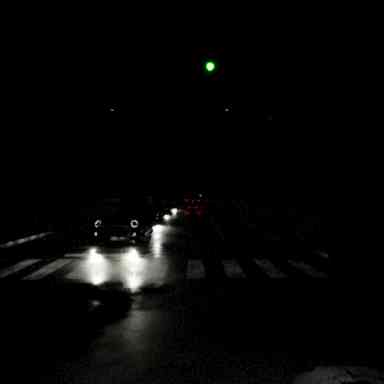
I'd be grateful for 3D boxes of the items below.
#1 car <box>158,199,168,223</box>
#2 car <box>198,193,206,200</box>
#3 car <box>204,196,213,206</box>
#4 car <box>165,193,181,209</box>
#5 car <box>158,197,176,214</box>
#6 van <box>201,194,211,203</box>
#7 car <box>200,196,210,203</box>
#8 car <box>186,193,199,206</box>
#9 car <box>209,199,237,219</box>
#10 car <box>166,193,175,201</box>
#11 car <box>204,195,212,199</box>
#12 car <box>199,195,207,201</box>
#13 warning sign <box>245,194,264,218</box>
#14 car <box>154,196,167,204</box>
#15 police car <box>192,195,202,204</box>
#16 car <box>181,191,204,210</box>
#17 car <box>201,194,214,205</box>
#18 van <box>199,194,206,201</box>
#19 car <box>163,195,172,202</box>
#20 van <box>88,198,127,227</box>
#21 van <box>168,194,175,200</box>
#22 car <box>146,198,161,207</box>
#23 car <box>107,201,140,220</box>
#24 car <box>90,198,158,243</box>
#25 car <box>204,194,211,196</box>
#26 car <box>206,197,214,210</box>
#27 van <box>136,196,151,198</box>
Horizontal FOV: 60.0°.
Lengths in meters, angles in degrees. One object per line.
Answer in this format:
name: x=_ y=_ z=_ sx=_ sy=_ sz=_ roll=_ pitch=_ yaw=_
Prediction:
car: x=-3.089 y=1.495 z=25.126 sx=1.837 sy=1.490 sz=4.892 roll=0 pitch=0 yaw=0
car: x=2.805 y=1.343 z=94.870 sx=2.192 sy=1.841 sz=5.009 roll=0 pitch=0 yaw=0
car: x=2.793 y=1.549 z=39.616 sx=1.887 sy=1.381 sz=4.507 roll=0 pitch=0 yaw=0
car: x=-3.037 y=1.349 z=45.217 sx=2.097 sy=1.767 sz=4.553 roll=0 pitch=0 yaw=0
car: x=-3.082 y=1.540 z=34.918 sx=2.033 sy=1.411 sz=5.357 roll=0 pitch=0 yaw=0
van: x=2.799 y=1.357 z=67.243 sx=1.690 sy=1.788 sz=3.998 roll=0 pitch=0 yaw=0
car: x=2.801 y=1.569 z=72.768 sx=2.008 sy=1.369 sz=4.403 roll=0 pitch=0 yaw=0
car: x=0.115 y=1.228 z=56.490 sx=2.150 sy=2.045 sz=5.566 roll=0 pitch=0 yaw=0
car: x=2.790 y=1.546 z=28.565 sx=1.887 sy=1.381 sz=4.507 roll=0 pitch=0 yaw=0
car: x=-5.728 y=1.325 z=89.361 sx=2.192 sy=1.841 sz=5.009 roll=0 pitch=0 yaw=0
car: x=2.794 y=1.532 z=45.311 sx=1.752 sy=1.417 sz=4.829 roll=0 pitch=0 yaw=0
car: x=2.803 y=1.463 z=83.820 sx=1.967 sy=1.590 sz=4.097 roll=0 pitch=0 yaw=0
warning sign: x=5.085 y=1.120 z=27.178 sx=1.300 sy=1.860 sz=1.060 roll=0 pitch=0 yaw=0
car: x=-5.744 y=1.549 z=61.737 sx=2.008 sy=1.369 sz=4.403 roll=0 pitch=0 yaw=0
police car: x=0.931 y=1.438 z=67.295 sx=1.930 sy=1.638 sz=5.238 roll=0 pitch=0 yaw=0
car: x=0.113 y=1.225 z=43.803 sx=2.150 sy=2.045 sz=5.566 roll=0 pitch=0 yaw=1
car: x=2.797 y=1.328 z=61.717 sx=2.192 sy=1.841 sz=5.009 roll=0 pitch=0 yaw=0
van: x=2.804 y=1.366 z=89.344 sx=1.690 sy=1.788 sz=3.998 roll=0 pitch=0 yaw=0
car: x=-5.734 y=1.530 z=78.142 sx=1.752 sy=1.417 sz=4.829 roll=0 pitch=0 yaw=0
van: x=-5.768 y=1.326 z=23.062 sx=1.690 sy=1.788 sz=3.998 roll=0 pitch=0 yaw=0
van: x=-5.725 y=1.354 z=94.886 sx=1.690 sy=1.788 sz=3.998 roll=0 pitch=0 yaw=0
car: x=-5.751 y=1.576 z=50.687 sx=1.802 sy=1.307 sz=4.206 roll=0 pitch=0 yaw=0
car: x=-5.765 y=1.531 z=28.587 sx=1.887 sy=1.381 sz=4.507 roll=0 pitch=0 yaw=0
car: x=-3.155 y=1.342 z=16.012 sx=2.097 sy=1.767 sz=4.553 roll=0 pitch=0 yaw=2
car: x=2.797 y=1.556 z=56.192 sx=1.887 sy=1.381 sz=4.507 roll=0 pitch=0 yaw=0
car: x=2.791 y=1.547 z=34.090 sx=1.887 sy=1.381 sz=4.507 roll=0 pitch=0 yaw=0
van: x=-5.758 y=1.331 z=39.637 sx=1.690 sy=1.788 sz=3.998 roll=0 pitch=0 yaw=0
